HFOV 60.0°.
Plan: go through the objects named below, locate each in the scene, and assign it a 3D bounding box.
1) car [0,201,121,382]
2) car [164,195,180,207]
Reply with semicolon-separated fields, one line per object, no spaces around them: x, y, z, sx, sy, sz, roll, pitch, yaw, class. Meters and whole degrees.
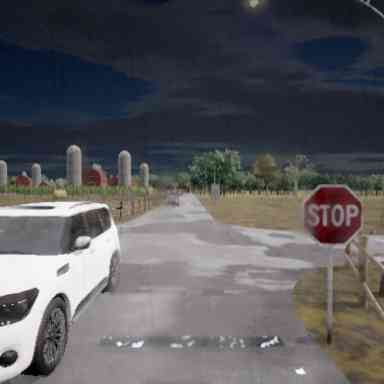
-2.766;1.233;5.900;2.150;2.045;5.566;0;0;0;car
-2.911;1.255;48.987;2.097;1.767;4.553;0;0;0;car
